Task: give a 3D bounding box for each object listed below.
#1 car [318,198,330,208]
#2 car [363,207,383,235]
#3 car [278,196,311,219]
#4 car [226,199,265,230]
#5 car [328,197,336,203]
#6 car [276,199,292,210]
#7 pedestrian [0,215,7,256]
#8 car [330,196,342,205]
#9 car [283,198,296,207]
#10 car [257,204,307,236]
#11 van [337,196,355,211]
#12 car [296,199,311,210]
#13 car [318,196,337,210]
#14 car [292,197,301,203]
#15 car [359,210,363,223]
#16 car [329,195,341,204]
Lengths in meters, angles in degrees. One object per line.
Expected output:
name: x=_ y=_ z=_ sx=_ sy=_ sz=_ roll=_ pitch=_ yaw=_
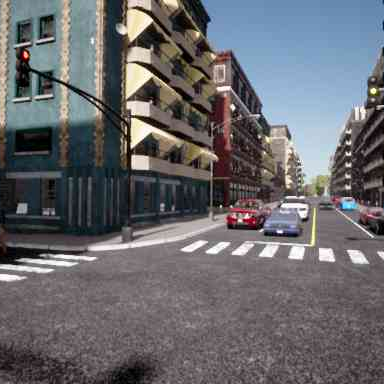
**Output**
car: x=22.850 y=1.857 z=57.480 sx=1.812 sy=1.442 sz=4.674 roll=0 pitch=0 yaw=20
car: x=11.637 y=1.741 z=19.587 sx=1.947 sy=1.339 sz=4.313 roll=1 pitch=0 yaw=20
car: x=9.002 y=1.398 z=29.074 sx=2.150 sy=2.045 sz=5.566 roll=0 pitch=0 yaw=21
car: x=3.802 y=1.442 z=22.545 sx=2.192 sy=1.841 sz=5.009 roll=1 pitch=0 yaw=20
car: x=36.946 y=2.020 z=87.626 sx=1.752 sy=1.417 sz=4.829 roll=1 pitch=0 yaw=20
car: x=13.508 y=1.814 z=48.654 sx=1.947 sy=1.339 sz=4.313 roll=1 pitch=0 yaw=20
pedestrian: x=-7.309 y=1.467 z=12.401 sx=0.375 sy=1.860 sz=0.375 roll=0 pitch=0 yaw=21
car: x=31.064 y=1.734 z=71.802 sx=2.192 sy=1.841 sz=5.009 roll=1 pitch=0 yaw=20
car: x=17.392 y=1.863 z=59.096 sx=1.947 sy=1.339 sz=4.313 roll=1 pitch=0 yaw=20
car: x=5.491 y=1.680 z=19.708 sx=2.033 sy=1.411 sz=5.357 roll=0 pitch=0 yaw=21
van: x=21.353 y=1.638 z=45.695 sx=1.690 sy=1.788 sz=3.998 roll=1 pitch=0 yaw=20
car: x=16.168 y=1.770 z=48.120 sx=1.837 sy=1.490 sz=4.892 roll=0 pitch=0 yaw=20
car: x=19.231 y=1.778 z=47.749 sx=2.128 sy=1.511 sz=4.902 roll=0 pitch=0 yaw=20
car: x=25.162 y=1.940 z=79.983 sx=1.887 sy=1.381 sz=4.507 roll=1 pitch=0 yaw=20
car: x=13.579 y=1.781 z=24.808 sx=1.802 sy=1.307 sz=4.206 roll=1 pitch=0 yaw=20
car: x=33.006 y=1.759 z=77.023 sx=2.192 sy=1.841 sz=5.009 roll=1 pitch=0 yaw=20
